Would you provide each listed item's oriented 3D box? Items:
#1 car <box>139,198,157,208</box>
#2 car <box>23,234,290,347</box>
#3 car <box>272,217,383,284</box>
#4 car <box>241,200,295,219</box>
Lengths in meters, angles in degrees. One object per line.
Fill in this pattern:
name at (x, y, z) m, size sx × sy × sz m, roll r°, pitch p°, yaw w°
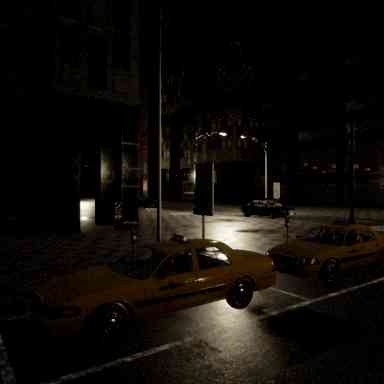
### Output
car at (-6.050, 1.444, 44.086) m, size 1.994 × 1.385 × 4.181 m, roll 0°, pitch 0°, yaw -36°
car at (-0.468, 1.526, 6.305) m, size 4.829 × 1.417 × 1.752 m, roll 0°, pitch 0°, yaw -35°
car at (4.099, 1.526, 9.548) m, size 4.829 × 1.417 × 1.752 m, roll 0°, pitch 0°, yaw -35°
car at (6.124, 1.434, 27.140) m, size 2.128 × 1.511 × 4.902 m, roll 0°, pitch 0°, yaw -36°
